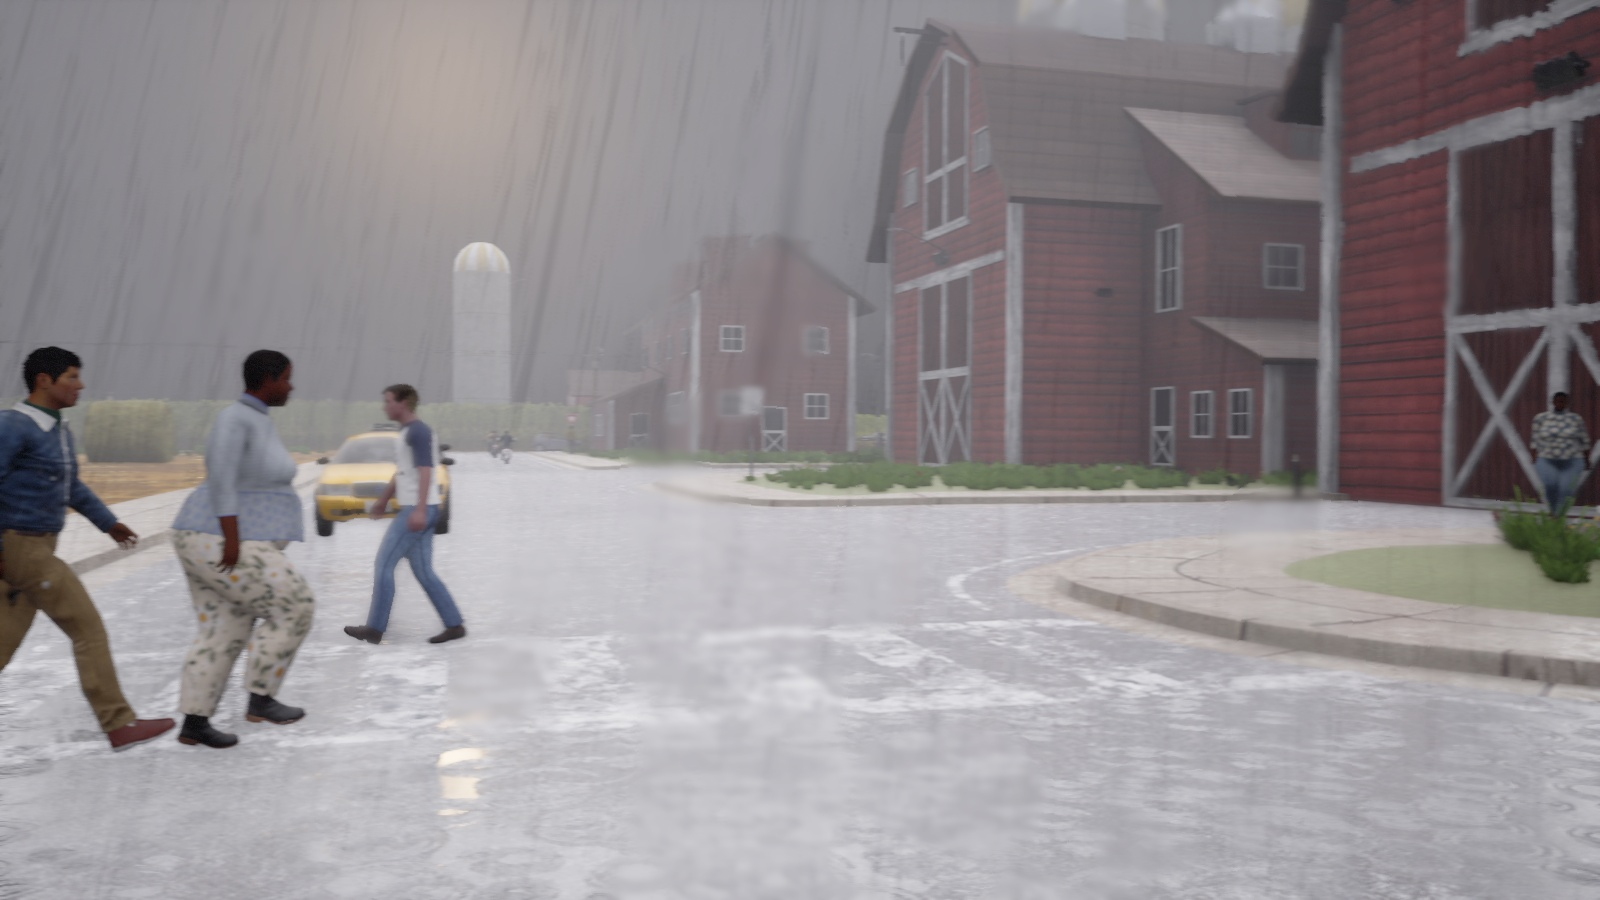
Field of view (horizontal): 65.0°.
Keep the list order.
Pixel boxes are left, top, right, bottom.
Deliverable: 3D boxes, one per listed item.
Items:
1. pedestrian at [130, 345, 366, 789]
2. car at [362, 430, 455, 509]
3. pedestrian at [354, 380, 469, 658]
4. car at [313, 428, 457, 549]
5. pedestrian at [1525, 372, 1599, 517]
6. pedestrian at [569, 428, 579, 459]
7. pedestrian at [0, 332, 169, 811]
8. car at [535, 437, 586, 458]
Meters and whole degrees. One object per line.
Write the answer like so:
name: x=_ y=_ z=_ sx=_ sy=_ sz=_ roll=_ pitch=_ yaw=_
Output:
pedestrian: x=-2.528 y=0.479 z=5.813 sx=0.900 sy=1.855 sz=0.874 roll=-1 pitch=1 yaw=-23
car: x=-8.708 y=0.378 z=28.165 sx=1.851 sy=1.617 sz=3.988 roll=-1 pitch=1 yaw=-16
pedestrian: x=-2.649 y=0.447 z=8.560 sx=0.706 sy=1.836 sz=0.354 roll=-1 pitch=1 yaw=-19
car: x=-6.265 y=0.492 z=19.389 sx=1.801 sy=1.575 sz=5.366 roll=-1 pitch=1 yaw=-16
pedestrian: x=10.160 y=-0.076 z=16.698 sx=0.874 sy=1.855 sz=0.900 roll=0 pitch=1 yaw=32
pedestrian: x=-13.499 y=-0.376 z=75.054 sx=0.431 sy=1.840 sz=0.709 roll=-1 pitch=1 yaw=4
pedestrian: x=-3.184 y=0.493 z=5.359 sx=0.788 sy=1.949 sz=0.423 roll=-1 pitch=1 yaw=-18
car: x=-17.947 y=-0.182 z=94.154 sx=3.633 sy=1.501 sz=1.845 roll=-1 pitch=1 yaw=-15
